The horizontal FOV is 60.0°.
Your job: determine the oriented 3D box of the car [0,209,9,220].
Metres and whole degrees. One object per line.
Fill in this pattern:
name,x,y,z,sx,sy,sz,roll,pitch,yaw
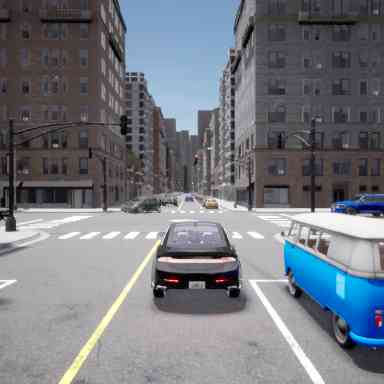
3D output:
car,-16.569,1.580,25.560,4.718,1.301,1.895,0,0,-1

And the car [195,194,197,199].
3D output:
car,2.282,1.522,72.802,2.008,1.369,4.403,0,0,-1

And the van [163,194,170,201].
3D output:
van,-6.391,1.300,83.737,1.690,1.788,3.998,0,0,-1

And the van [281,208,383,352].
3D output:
van,2.855,1.341,5.986,1.690,1.788,3.998,0,0,0

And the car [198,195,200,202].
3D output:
car,2.506,1.536,56.226,2.008,1.369,4.403,0,0,-1

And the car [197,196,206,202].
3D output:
car,2.207,1.547,78.328,1.802,1.307,4.206,0,0,-1

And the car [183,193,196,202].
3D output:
car,-0.615,1.492,76.044,1.812,1.442,4.674,0,0,-1

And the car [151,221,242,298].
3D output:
car,0.094,1.491,8.517,2.128,1.511,4.902,0,0,0

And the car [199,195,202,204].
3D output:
car,2.581,1.428,50.700,1.967,1.590,4.097,0,0,-1

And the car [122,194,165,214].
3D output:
car,-5.302,1.336,35.317,2.097,1.767,4.553,0,0,31

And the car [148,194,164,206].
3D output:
car,-6.019,1.300,56.111,2.192,1.841,5.009,0,0,-1

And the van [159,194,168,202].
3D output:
van,-6.244,1.313,72.687,1.690,1.788,3.998,0,0,-1

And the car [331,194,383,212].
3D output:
car,15.290,1.213,29.378,5.566,2.045,2.150,0,0,-1

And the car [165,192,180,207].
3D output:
car,-3.378,1.211,51.142,2.150,2.045,5.566,0,0,-1

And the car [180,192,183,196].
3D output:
car,-3.526,1.196,69.138,2.150,2.045,5.566,0,0,-1

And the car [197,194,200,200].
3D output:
car,2.431,1.547,61.752,1.947,1.339,4.313,0,0,-1

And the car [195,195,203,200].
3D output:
car,1.982,1.495,94.904,2.008,1.369,4.403,0,0,-1

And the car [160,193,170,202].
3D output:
car,-6.318,1.281,78.213,2.192,1.841,5.009,0,0,-1

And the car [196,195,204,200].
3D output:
car,2.057,1.502,89.379,2.008,1.369,4.403,0,0,-1

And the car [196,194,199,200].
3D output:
car,2.356,1.521,67.278,1.887,1.381,4.507,0,0,-1

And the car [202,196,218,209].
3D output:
car,2.654,1.516,45.345,1.752,1.417,4.829,0,0,-1
